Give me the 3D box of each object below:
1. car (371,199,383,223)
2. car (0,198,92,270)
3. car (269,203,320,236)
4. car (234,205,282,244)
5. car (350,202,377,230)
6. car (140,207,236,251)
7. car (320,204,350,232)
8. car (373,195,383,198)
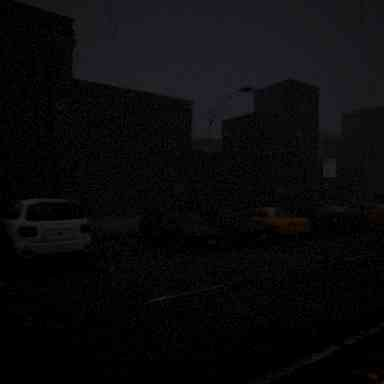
[{"bbox_3d":[13.022,1.507,24.174,2.097,1.535,5.008,0,0,-35],"label":"car"},{"bbox_3d":[-5.206,1.230,11.456,2.435,2.045,5.566,0,0,-35],"label":"car"},{"bbox_3d":[3.818,1.488,17.951,1.946,1.575,5.366,0,0,-35],"label":"car"},{"bbox_3d":[1.662,1.517,16.183,2.163,1.488,4.792,0,0,-35],"label":"car"},{"bbox_3d":[8.375,1.499,20.915,2.097,1.535,5.008,0,0,-35],"label":"car"},{"bbox_3d":[-0.615,1.514,14.593,2.163,1.488,4.792,0,0,-35],"label":"car"},{"bbox_3d":[6.185,1.525,19.414,2.163,1.488,4.792,0,0,-35],"label":"car"},{"bbox_3d":[17.589,1.262,27.344,2.435,2.045,5.566,0,0,-35],"label":"car"}]
